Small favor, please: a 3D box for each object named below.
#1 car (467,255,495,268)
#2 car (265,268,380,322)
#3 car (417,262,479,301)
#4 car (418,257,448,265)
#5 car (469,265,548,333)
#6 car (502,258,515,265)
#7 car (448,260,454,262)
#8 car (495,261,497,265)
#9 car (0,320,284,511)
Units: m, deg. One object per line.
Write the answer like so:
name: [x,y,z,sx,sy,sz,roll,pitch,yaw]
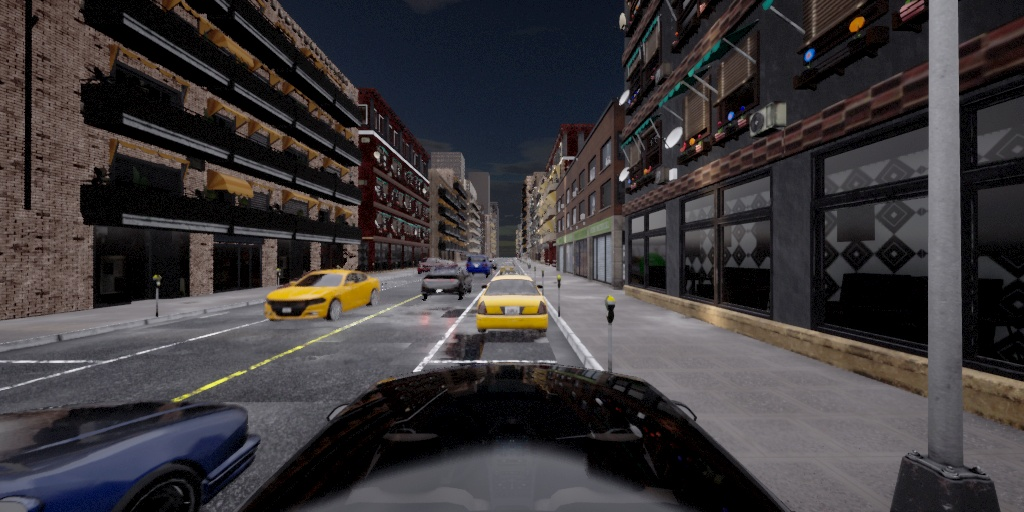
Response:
car: [-3.144,0.971,34.479,2.150,2.045,5.566,0,0,0]
car: [-6.245,1.228,12.439,1.882,1.535,5.008,0,0,0]
car: [-3.044,1.242,17.463,2.128,1.511,4.902,0,0,0]
car: [-8.837,1.064,39.007,2.192,1.841,5.009,0,0,0]
car: [0.005,1.207,10.689,1.801,1.575,5.366,0,0,0]
car: [-0.456,1.275,39.173,1.751,1.417,4.829,0,0,0]
car: [-8.837,1.188,44.643,1.967,1.591,4.097,0,0,0]
car: [-3.043,1.349,51.254,1.895,1.301,4.718,0,0,0]
car: [-3.044,1.297,0.516,2.033,1.411,5.357,0,0,0]
